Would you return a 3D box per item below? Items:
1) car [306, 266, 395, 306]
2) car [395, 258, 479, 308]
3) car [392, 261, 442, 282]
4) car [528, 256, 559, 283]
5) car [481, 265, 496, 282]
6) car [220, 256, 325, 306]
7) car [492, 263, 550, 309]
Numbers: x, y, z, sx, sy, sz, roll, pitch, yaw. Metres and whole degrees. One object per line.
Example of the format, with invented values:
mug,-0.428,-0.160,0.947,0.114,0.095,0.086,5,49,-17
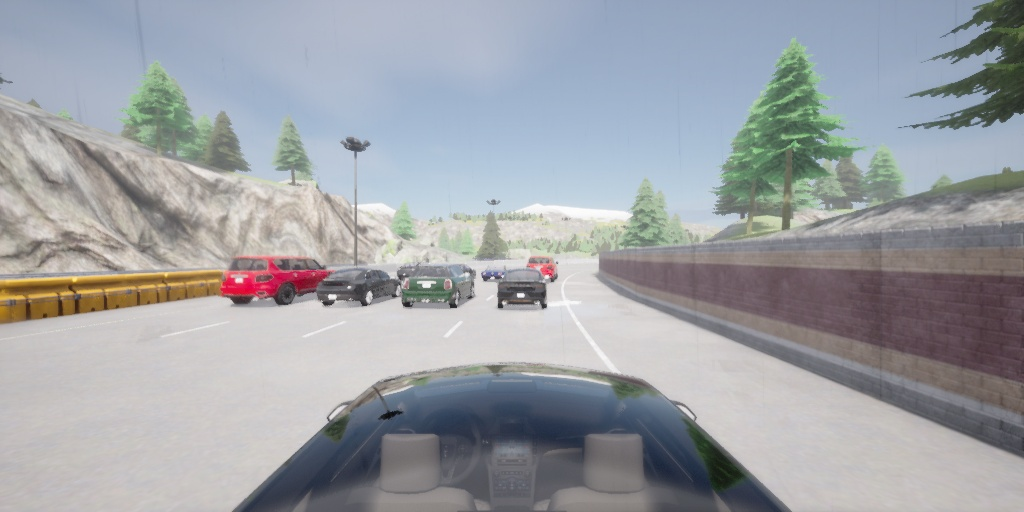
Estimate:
car,-6.445,1.263,15.700,1.837,1.490,4.892,0,0,5
car,-2.962,1.113,15.357,2.097,1.767,4.553,0,0,5
car,-7.907,1.242,30.329,2.128,1.511,4.902,0,0,11
car,2.407,1.005,28.361,2.150,2.045,5.566,0,0,11
car,-1.029,1.364,29.027,1.895,1.301,4.718,0,0,11
car,-9.929,1.005,16.043,2.150,2.045,5.566,0,0,5
car,0.527,1.232,15.074,1.882,1.535,5.008,0,0,5
